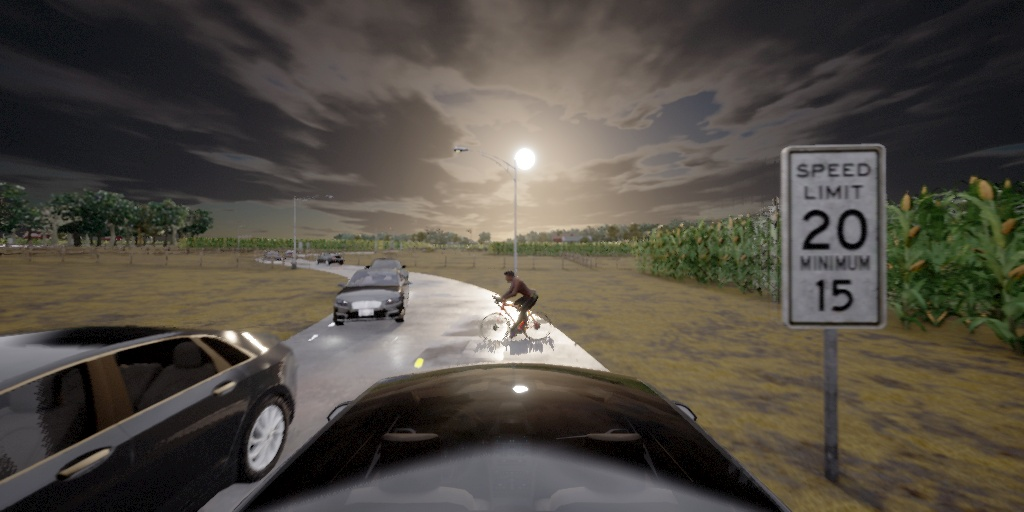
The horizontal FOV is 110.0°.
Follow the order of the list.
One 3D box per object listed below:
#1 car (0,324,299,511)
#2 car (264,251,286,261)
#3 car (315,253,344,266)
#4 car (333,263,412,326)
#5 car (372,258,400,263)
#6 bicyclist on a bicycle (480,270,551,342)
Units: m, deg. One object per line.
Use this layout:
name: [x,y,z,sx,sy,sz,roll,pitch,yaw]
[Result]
car: [-3.036,1.271,1.814,1.837,1.490,4.892,0,0,-4]
car: [-35.332,0.014,52.981,2.033,1.411,5.357,0,2,-40]
car: [-23.235,0.385,45.573,4.892,1.490,1.837,1,1,38]
car: [-4.309,1.156,11.533,2.128,1.511,4.902,0,1,-14]
car: [-7.251,0.913,20.677,2.097,1.767,4.553,0,1,-24]
bicyclist on a bicycle: [0.097,1.139,8.098,1.656,1.620,0.582,0,1,-8]
